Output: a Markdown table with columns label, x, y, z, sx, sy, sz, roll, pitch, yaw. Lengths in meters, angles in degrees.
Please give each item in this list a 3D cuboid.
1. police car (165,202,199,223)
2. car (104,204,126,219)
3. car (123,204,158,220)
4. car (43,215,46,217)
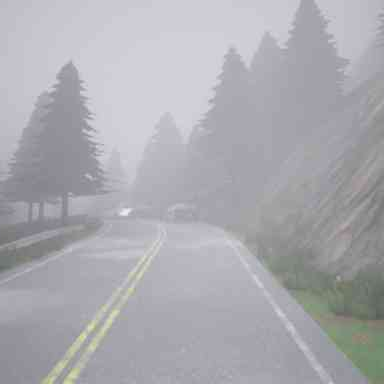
| label | x | y | z | sx | sy | sz | roll | pitch | yaw |
| --- | --- | --- | --- | --- | --- | --- | --- | --- | --- |
| police car | -0.951 | 1.662 | 27.868 | 1.930 | 1.638 | 5.238 | 2 | -3 | -18 |
| car | -9.559 | 2.663 | 42.440 | 2.150 | 2.045 | 5.566 | 4 | -9 | -42 |
| car | -5.598 | 2.314 | 37.352 | 1.882 | 1.535 | 5.008 | 1 | -6 | -34 |
| car | -20.312 | 3.979 | 46.558 | 4.892 | 1.490 | 1.837 | -11 | -11 | 43 |
